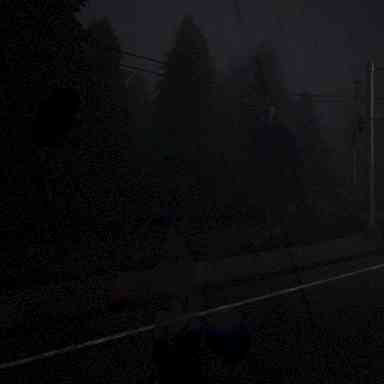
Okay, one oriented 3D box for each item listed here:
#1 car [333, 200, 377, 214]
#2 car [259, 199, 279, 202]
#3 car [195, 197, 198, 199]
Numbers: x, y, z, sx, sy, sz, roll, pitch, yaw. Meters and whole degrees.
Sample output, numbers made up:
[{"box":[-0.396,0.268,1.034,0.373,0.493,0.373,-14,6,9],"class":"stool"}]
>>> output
[{"box":[17.592,1.548,36.451,2.033,1.411,5.357,0,0,-12],"class":"car"},{"box":[11.686,1.563,49.381,1.994,1.385,4.181,0,0,-37],"class":"car"},{"box":[-0.118,1.601,65.234,4.718,1.301,1.895,0,0,27],"class":"car"}]
